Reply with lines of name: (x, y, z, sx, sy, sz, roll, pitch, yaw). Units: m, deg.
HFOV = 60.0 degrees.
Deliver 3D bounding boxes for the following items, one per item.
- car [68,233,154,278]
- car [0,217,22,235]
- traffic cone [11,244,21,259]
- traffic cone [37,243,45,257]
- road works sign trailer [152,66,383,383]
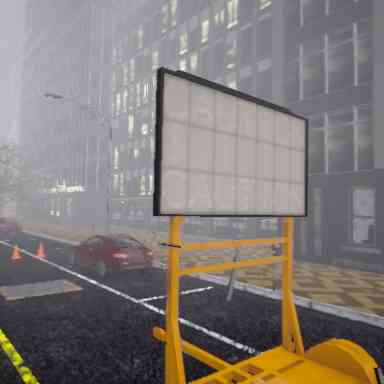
car: (-2.953, 2.123, 11.843, 1.802, 1.307, 4.206, 4, -4, -40)
car: (-13.981, 2.519, 24.877, 1.802, 1.307, 4.206, 4, -4, -40)
traffic cone: (-7.455, 2.505, 14.096, 0.340, 0.580, 0.340, 4, -4, -40)
traffic cone: (-6.692, 2.555, 14.740, 0.340, 0.580, 0.340, 4, -4, -40)
road works sign trailer: (0.420, 0.679, 3.781, 2.380, 3.560, 2.880, 4, -4, -40)
